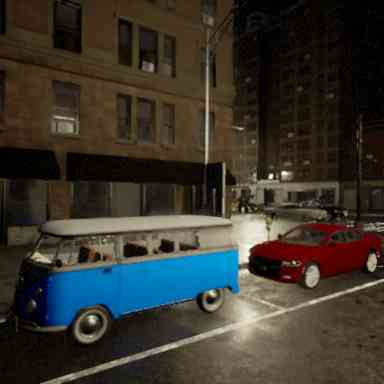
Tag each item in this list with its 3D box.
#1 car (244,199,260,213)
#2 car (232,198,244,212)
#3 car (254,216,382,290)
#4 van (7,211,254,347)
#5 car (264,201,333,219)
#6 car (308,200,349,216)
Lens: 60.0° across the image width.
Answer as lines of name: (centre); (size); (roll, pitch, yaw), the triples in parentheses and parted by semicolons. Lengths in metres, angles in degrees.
car: (4.981, 1.412, 35.158); (1.837, 1.490, 4.892); (1, 0, -35)
car: (2.476, 1.341, 33.069); (1.882, 1.535, 5.008); (1, 0, -35)
car: (3.510, 1.580, 9.240); (4.507, 1.381, 1.887); (0, 0, -35)
van: (-0.958, 1.353, 6.064); (3.998, 1.788, 1.690); (0, 0, -35)
car: (7.844, 1.524, 25.393); (1.895, 1.301, 4.718); (1, 0, -35)
car: (10.390, 1.459, 27.442); (2.128, 1.511, 4.902); (1, 0, -35)
